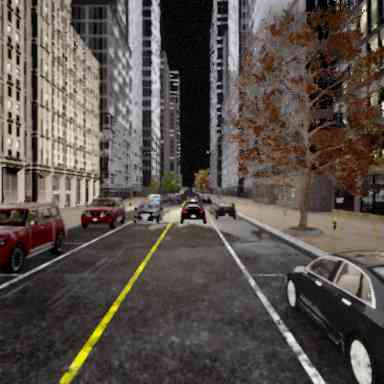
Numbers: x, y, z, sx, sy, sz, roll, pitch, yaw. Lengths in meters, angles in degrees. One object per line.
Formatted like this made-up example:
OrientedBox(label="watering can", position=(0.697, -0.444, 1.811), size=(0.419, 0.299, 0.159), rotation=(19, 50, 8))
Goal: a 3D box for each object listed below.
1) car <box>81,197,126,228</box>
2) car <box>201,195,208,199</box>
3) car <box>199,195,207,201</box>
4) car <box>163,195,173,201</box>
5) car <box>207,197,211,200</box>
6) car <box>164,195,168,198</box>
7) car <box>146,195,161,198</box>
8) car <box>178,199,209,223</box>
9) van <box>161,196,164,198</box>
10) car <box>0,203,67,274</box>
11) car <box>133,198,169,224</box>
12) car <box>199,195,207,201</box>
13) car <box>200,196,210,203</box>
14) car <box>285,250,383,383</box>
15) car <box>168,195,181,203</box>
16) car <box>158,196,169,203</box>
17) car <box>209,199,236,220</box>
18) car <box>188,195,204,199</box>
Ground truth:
OrientedBox(label="car", position=(-5.702, 1.295, 22.049), size=(2.192, 1.841, 5.009), rotation=(0, 0, 0))
OrientedBox(label="car", position=(2.666, 1.488, 61.890), size=(1.947, 1.339, 4.313), rotation=(0, 0, 0))
OrientedBox(label="car", position=(2.660, 1.467, 78.967), size=(1.802, 1.307, 4.206), rotation=(0, 0, 0))
OrientedBox(label="car", position=(-5.721, 1.451, 78.972), size=(1.947, 1.339, 4.313), rotation=(0, 0, 0))
OrientedBox(label="car", position=(2.676, 1.492, 33.597), size=(1.752, 1.417, 4.829), rotation=(0, 0, 0))
OrientedBox(label="car", position=(-5.713, 1.498, 56.203), size=(1.947, 1.339, 4.313), rotation=(0, 0, 0))
OrientedBox(label="car", position=(-5.709, 1.391, 44.818), size=(1.967, 1.590, 4.097), rotation=(0, 0, 0))
OrientedBox(label="car", position=(0.089, 1.502, 25.189), size=(1.812, 1.442, 4.674), rotation=(0, 0, 0))
OrientedBox(label="van", position=(-5.711, 1.283, 50.509), size=(1.690, 1.788, 3.998), rotation=(0, 0, 0))
OrientedBox(label="car", position=(-5.698, 1.306, 10.665), size=(2.192, 1.841, 5.009), rotation=(0, 0, 0))
OrientedBox(label="car", position=(-3.107, 1.469, 24.512), size=(2.128, 1.511, 4.902), rotation=(0, 0, 0))
OrientedBox(label="car", position=(2.658, 1.417, 84.661), size=(1.887, 1.381, 4.507), rotation=(0, 0, 0))
OrientedBox(label="car", position=(2.664, 1.455, 67.582), size=(1.887, 1.381, 4.507), rotation=(0, 0, 0))
OrientedBox(label="car", position=(2.685, 1.547, 4.964), size=(2.008, 1.369, 4.403), rotation=(0, 0, 0))
OrientedBox(label="car", position=(-3.034, 1.475, 64.988), size=(2.033, 1.411, 5.357), rotation=(0, 0, 0))
OrientedBox(label="car", position=(-5.717, 1.476, 67.588), size=(1.947, 1.339, 4.313), rotation=(0, 0, 0))
OrientedBox(label="car", position=(2.678, 1.525, 27.733), size=(2.008, 1.369, 4.403), rotation=(0, 0, 0))
OrientedBox(label="car", position=(0.084, 1.502, 42.728), size=(2.033, 1.411, 5.357), rotation=(0, 0, 0))
